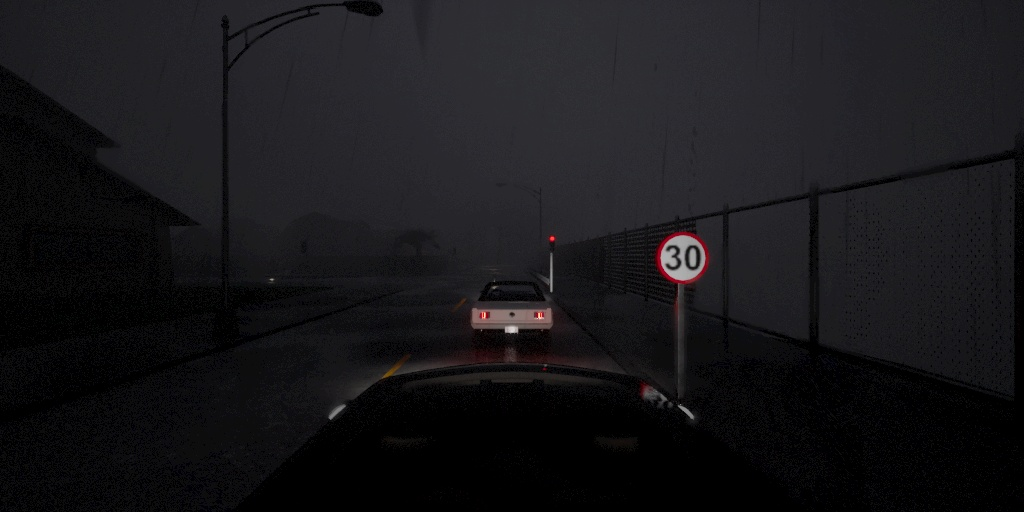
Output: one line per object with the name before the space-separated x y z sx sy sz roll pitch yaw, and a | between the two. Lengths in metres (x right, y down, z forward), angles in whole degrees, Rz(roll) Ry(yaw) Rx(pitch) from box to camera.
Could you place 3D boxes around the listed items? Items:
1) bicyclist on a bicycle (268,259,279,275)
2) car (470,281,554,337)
bicyclist on a bicycle | -24.318 1.099 36.521 0.582 1.620 1.656 0 0 0
car | -0.001 1.351 10.210 1.895 1.301 4.718 0 0 0
